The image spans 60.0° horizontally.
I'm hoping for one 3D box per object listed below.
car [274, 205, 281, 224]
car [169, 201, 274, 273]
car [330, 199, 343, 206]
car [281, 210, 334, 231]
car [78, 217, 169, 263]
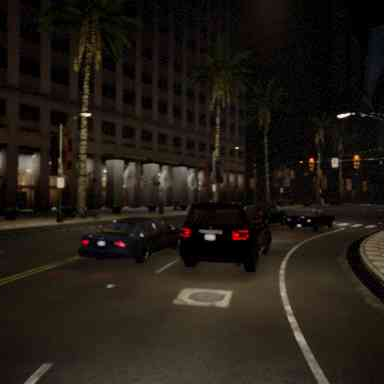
[{"bbox_3d":[5.420,1.604,24.908,2.097,1.767,4.553,0,-1,39],"label":"car"},{"bbox_3d":[1.358,1.328,11.466,2.150,2.045,5.566,0,0,19],"label":"car"},{"bbox_3d":[32.785,2.366,75.255,2.161,1.482,4.786,0,-1,38],"label":"car"},{"bbox_3d":[8.162,1.850,22.733,1.895,1.301,4.718,0,-1,39],"label":"car"},{"bbox_3d":[-1.966,1.651,12.562,2.033,1.411,5.357,0,-1,19],"label":"car"}]
